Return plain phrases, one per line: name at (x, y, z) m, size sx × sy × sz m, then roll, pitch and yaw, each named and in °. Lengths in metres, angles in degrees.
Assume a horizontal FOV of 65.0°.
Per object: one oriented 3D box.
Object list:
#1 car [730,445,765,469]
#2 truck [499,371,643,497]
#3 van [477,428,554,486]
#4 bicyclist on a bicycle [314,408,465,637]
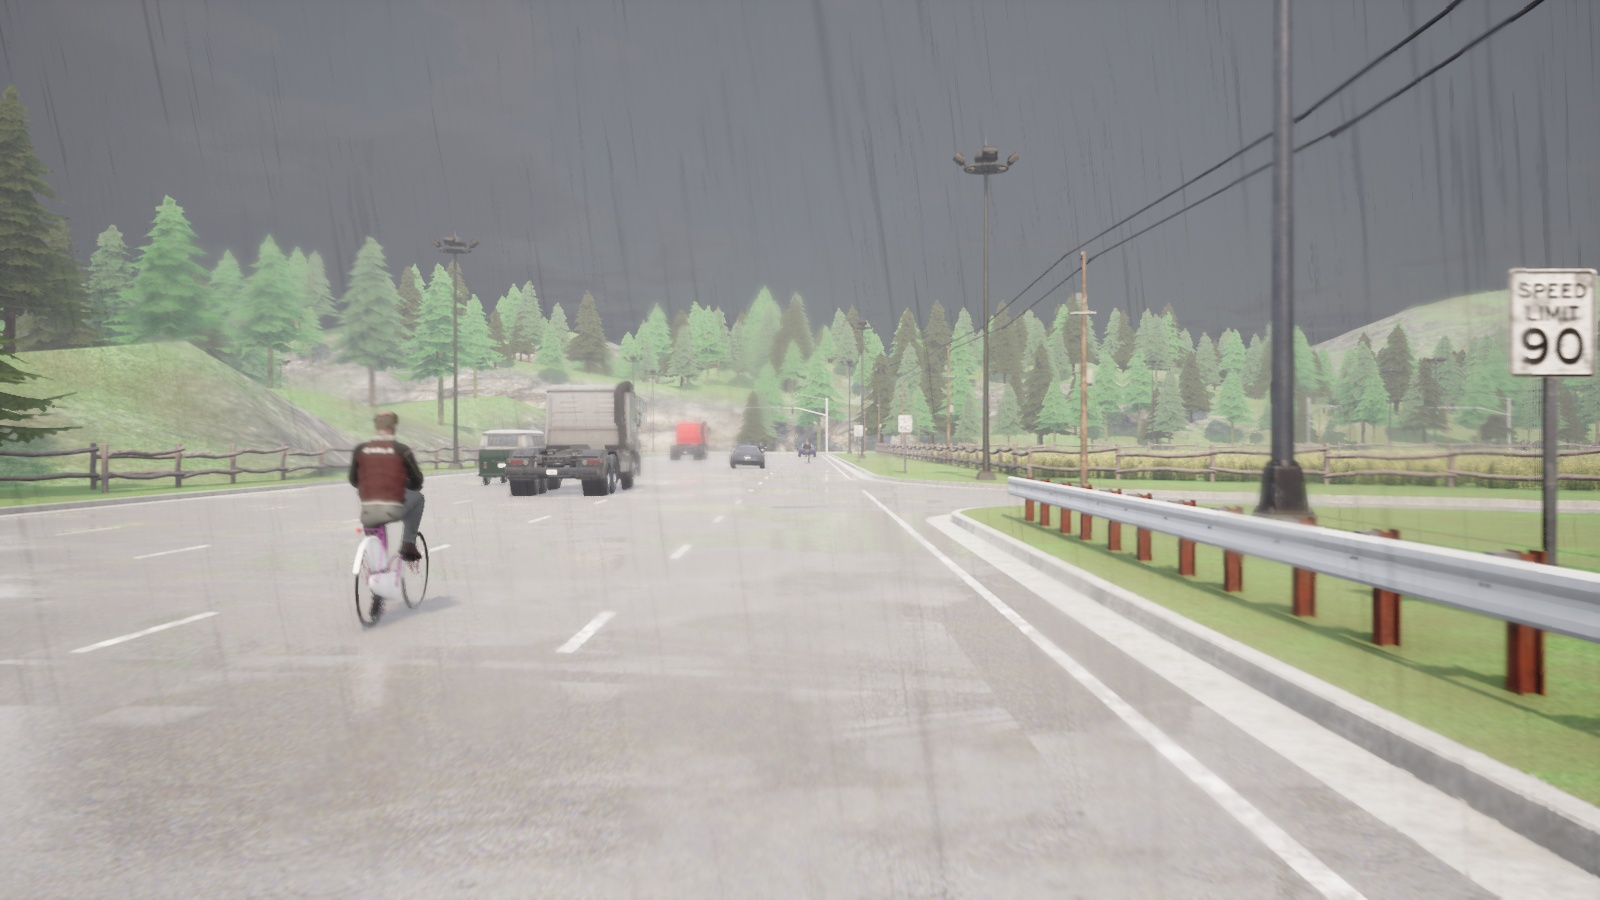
car at (-3.072, 0.387, 74.609) m, size 1.994 × 1.385 × 4.181 m, roll 0°, pitch 0°, yaw -1°
truck at (-6.768, -0.457, 38.306) m, size 2.891 × 3.462 × 7.936 m, roll 0°, pitch 0°, yaw 0°
van at (-10.229, 0.235, 45.429) m, size 1.775 × 1.987 × 4.442 m, roll 0°, pitch 0°, yaw 0°
bicyclist on a bicycle at (-3.425, 0.554, 10.646) m, size 0.659 × 1.776 × 1.843 m, roll 0°, pitch 0°, yaw 0°
